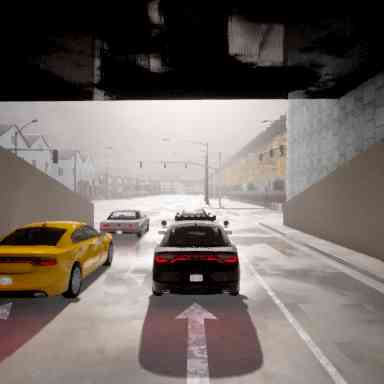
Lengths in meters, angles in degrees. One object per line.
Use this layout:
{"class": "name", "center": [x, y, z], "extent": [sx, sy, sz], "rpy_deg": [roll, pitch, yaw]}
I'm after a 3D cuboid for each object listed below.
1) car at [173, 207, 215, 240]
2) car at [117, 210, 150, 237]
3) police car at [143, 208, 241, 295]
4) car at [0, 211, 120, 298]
{"class": "car", "center": [0.094, 1.564, 17.852], "extent": [1.994, 1.385, 4.181], "rpy_deg": [0, 0, 0]}
{"class": "car", "center": [-3.404, 1.601, 17.808], "extent": [1.895, 1.301, 4.718], "rpy_deg": [0, 0, 0]}
{"class": "police car", "center": [0.087, 1.425, 8.890], "extent": [1.930, 1.638, 5.238], "rpy_deg": [0, 0, 0]}
{"class": "car", "center": [-3.409, 1.478, 8.565], "extent": [1.882, 1.535, 5.008], "rpy_deg": [0, 0, 0]}
